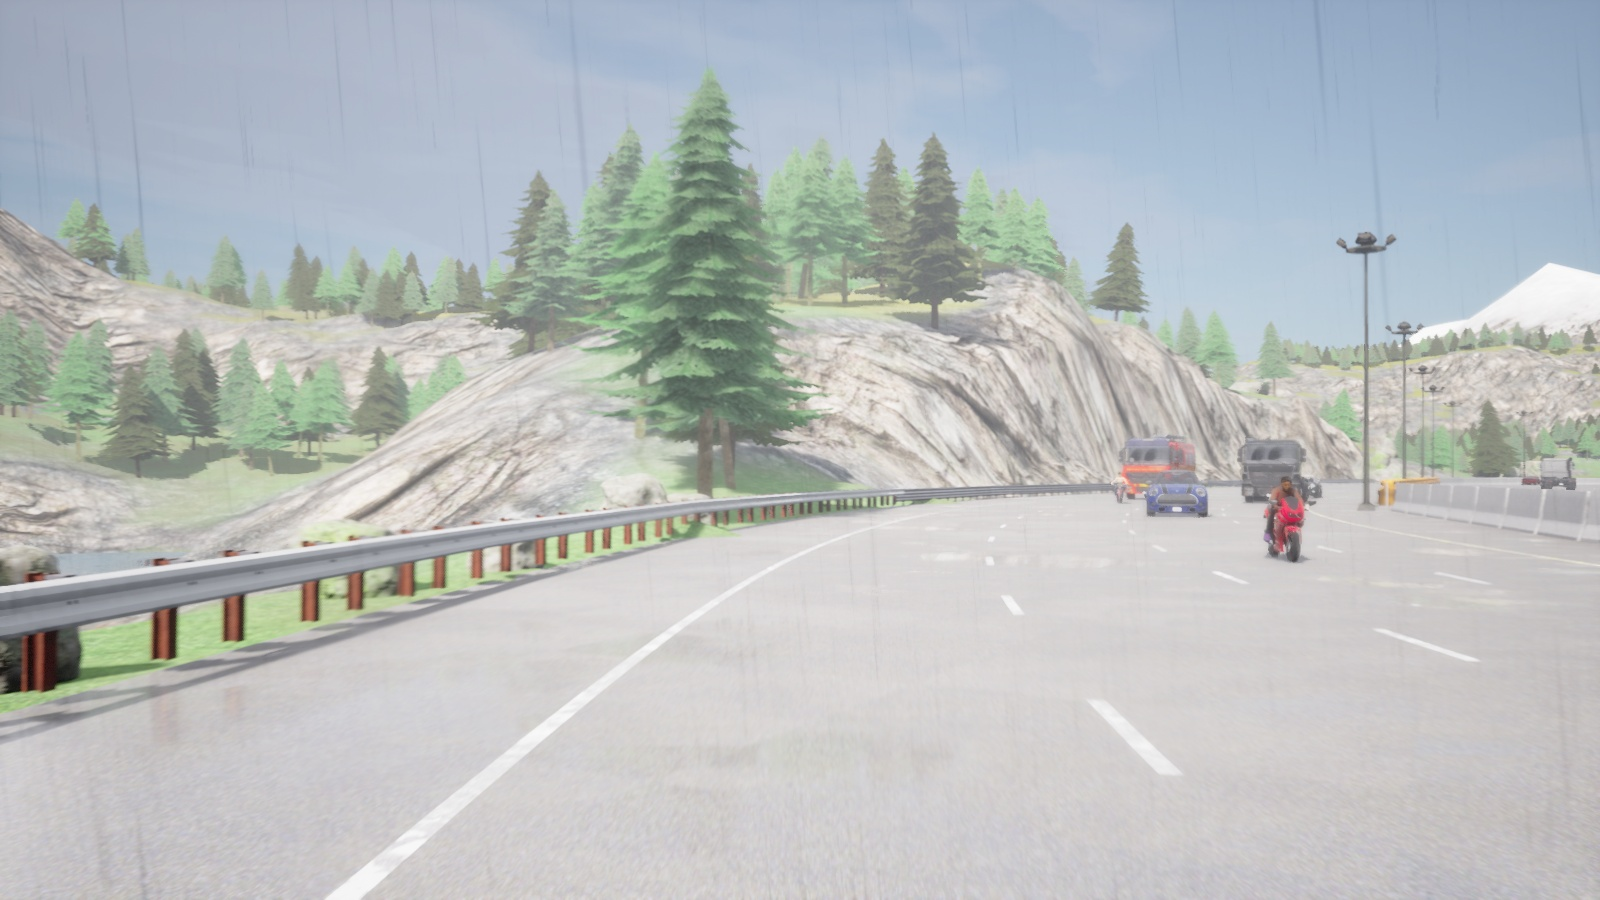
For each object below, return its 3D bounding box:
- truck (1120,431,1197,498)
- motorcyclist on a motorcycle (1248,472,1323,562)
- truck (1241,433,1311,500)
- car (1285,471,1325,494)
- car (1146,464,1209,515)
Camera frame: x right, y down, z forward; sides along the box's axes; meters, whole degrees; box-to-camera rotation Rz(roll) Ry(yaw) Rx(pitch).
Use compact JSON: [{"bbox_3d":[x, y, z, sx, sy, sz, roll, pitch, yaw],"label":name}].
[{"bbox_3d":[21.720,0.869,75.750,2.891,3.827,8.468,-1,-1,27],"label":"truck"},{"bbox_3d":[8.671,1.155,22.502,0.797,1.523,2.044,1,-1,8],"label":"motorcyclist on a motorcycle"},{"bbox_3d":[26.178,0.930,68.876,2.891,3.462,7.936,-1,-1,26],"label":"truck"},{"bbox_3d":[33.061,2.087,82.198,1.970,1.475,3.806,-1,-1,28],"label":"car"},{"bbox_3d":[13.750,1.410,45.820,2.097,1.767,4.553,0,-1,16],"label":"car"}]
